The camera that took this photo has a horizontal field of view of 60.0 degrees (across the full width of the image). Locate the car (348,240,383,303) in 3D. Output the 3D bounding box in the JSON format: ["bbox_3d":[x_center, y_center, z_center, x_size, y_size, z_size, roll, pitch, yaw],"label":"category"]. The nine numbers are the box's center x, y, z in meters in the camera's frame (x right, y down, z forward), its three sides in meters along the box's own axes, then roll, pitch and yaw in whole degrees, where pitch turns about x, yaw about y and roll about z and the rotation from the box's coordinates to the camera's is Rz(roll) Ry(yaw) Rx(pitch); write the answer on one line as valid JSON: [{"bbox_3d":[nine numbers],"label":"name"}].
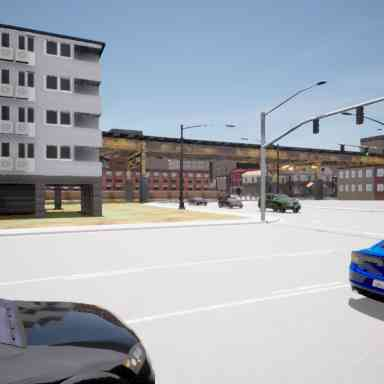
[{"bbox_3d":[5.560,1.478,6.910,5.008,1.535,1.882,0,0,-25],"label":"car"}]

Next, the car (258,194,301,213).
[{"bbox_3d":[9.651,1.222,37.283,2.150,2.045,5.566,0,0,-26],"label":"car"}]

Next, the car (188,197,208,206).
[{"bbox_3d":[0.858,1.547,55.887,2.033,1.411,5.357,0,0,-20],"label":"car"}]

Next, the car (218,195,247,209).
[{"bbox_3d":[5.278,1.526,46.437,1.812,1.442,4.674,0,0,-25],"label":"car"}]

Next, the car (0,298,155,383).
[{"bbox_3d":[-2.418,1.564,2.758,4.181,1.385,1.994,0,0,-32],"label":"car"}]
